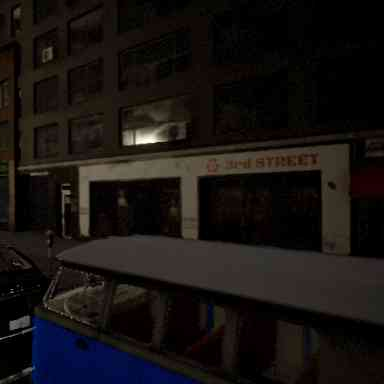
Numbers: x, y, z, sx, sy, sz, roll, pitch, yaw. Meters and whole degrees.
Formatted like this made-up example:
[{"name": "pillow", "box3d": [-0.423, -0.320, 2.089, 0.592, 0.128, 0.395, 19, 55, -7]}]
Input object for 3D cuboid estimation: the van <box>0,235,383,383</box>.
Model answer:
[{"name": "van", "box3d": [0.345, 1.342, 2.620, 3.998, 1.788, 1.690, 0, -1, 36]}]
